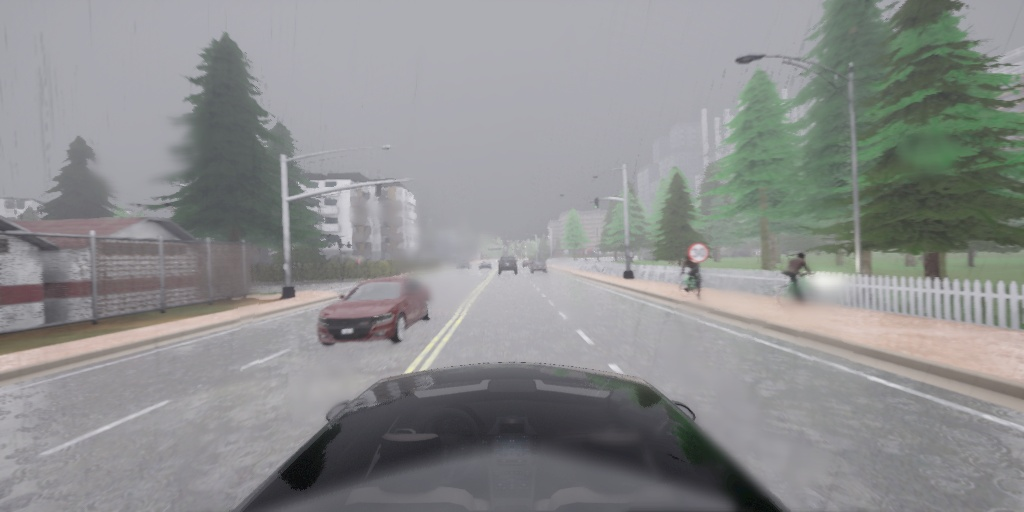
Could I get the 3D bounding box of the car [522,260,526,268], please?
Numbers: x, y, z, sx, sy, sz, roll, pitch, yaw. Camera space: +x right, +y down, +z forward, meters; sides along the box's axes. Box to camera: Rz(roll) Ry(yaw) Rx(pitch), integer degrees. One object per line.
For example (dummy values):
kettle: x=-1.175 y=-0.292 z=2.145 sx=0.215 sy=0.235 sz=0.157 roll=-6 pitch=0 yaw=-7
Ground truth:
car: x=2.762 y=1.305 z=61.745 sx=1.895 sy=1.301 sz=4.718 roll=-2 pitch=0 yaw=0

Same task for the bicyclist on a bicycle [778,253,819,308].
bicyclist on a bicycle: x=8.527 y=0.727 z=10.671 sx=1.656 sy=1.620 sz=0.582 roll=-2 pitch=0 yaw=-17

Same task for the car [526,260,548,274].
car: x=3.029 y=1.220 z=41.192 sx=2.033 sy=1.411 sz=5.357 roll=-2 pitch=0 yaw=0

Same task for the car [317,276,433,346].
car: x=-3.625 y=1.378 z=10.337 sx=1.882 sy=1.535 sz=5.008 roll=-2 pitch=0 yaw=0

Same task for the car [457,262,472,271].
car: x=-7.757 y=1.675 z=59.088 sx=1.994 sy=1.385 sz=4.181 roll=-2 pitch=0 yaw=0

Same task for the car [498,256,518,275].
car: x=-0.481 y=1.033 z=41.723 sx=2.150 sy=2.045 sz=5.566 roll=-2 pitch=0 yaw=0

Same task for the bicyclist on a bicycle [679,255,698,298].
bicyclist on a bicycle: x=6.994 y=0.790 z=14.052 sx=1.656 sy=1.620 sz=0.582 roll=-2 pitch=0 yaw=-37

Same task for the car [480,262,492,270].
car: x=-4.251 y=1.576 z=58.730 sx=1.895 sy=1.301 sz=4.718 roll=-2 pitch=0 yaw=0
